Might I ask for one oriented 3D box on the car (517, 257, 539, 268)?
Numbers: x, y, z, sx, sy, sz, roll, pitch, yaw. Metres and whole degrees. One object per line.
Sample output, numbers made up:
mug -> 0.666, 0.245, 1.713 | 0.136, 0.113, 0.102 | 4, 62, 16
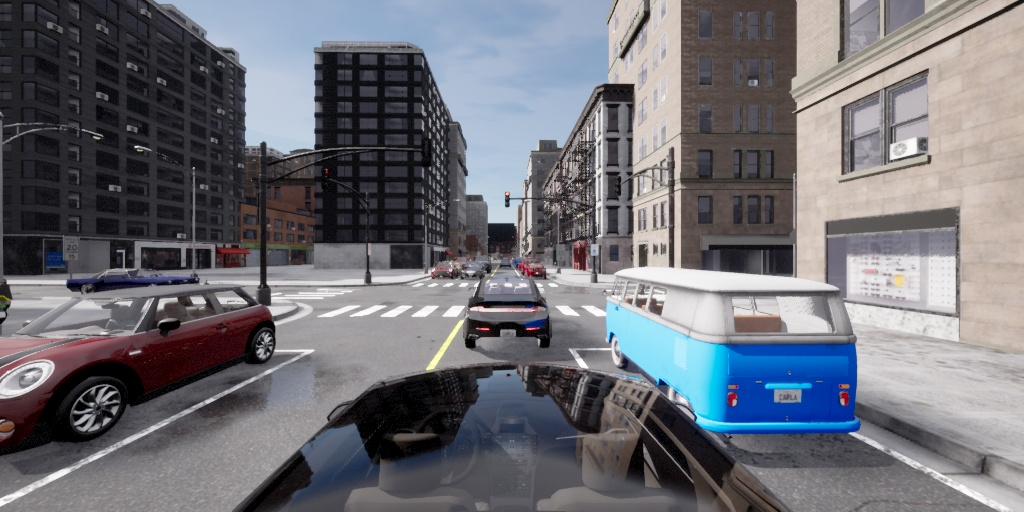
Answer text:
car -> 1.975, 1.063, 37.537 | 2.192, 1.841, 5.009 | 0, 0, -1

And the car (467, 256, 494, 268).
car -> -3.586, 0.970, 41.788 | 2.150, 2.045, 5.566 | 0, 0, 0

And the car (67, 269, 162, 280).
car -> -17.814, 1.262, 17.102 | 4.718, 1.301, 1.895 | 0, 0, -1

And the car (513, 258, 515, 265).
car -> 1.566, 1.309, 59.172 | 1.948, 1.339, 4.313 | 0, 0, -1

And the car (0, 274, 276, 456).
car -> -5.439, 1.190, 5.102 | 1.967, 1.591, 4.097 | 0, 0, -1

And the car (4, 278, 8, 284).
car -> -27.472, 1.154, 16.915 | 5.357, 1.411, 2.033 | 0, 0, -1

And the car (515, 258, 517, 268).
car -> 1.770, 1.292, 48.355 | 1.888, 1.381, 4.507 | 0, 0, -1

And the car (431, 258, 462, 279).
car -> -5.947, 1.188, 31.977 | 1.967, 1.591, 4.097 | 0, 0, -1

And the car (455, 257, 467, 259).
car -> -6.151, 1.063, 42.794 | 2.192, 1.841, 5.009 | 0, 0, -1

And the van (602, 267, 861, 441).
van -> 2.584, 1.091, 5.253 | 1.690, 1.789, 3.998 | 0, 0, -1

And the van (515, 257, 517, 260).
van -> 1.668, 1.086, 53.764 | 1.690, 1.789, 3.998 | 0, 0, -1

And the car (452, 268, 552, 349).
car -> -0.126, 1.241, 9.188 | 2.128, 1.511, 4.902 | 0, 0, -1

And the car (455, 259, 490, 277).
car -> -3.395, 1.240, 31.626 | 2.128, 1.511, 4.902 | 0, 0, -1

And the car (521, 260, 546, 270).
car -> 2.077, 1.294, 32.129 | 1.888, 1.381, 4.507 | 0, 0, -1

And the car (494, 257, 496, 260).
car -> -3.782, 1.293, 52.190 | 2.033, 1.411, 5.357 | 0, 0, -1

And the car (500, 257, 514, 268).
car -> -1.131, 1.306, 62.289 | 1.994, 1.385, 4.181 | 0, 0, -1
